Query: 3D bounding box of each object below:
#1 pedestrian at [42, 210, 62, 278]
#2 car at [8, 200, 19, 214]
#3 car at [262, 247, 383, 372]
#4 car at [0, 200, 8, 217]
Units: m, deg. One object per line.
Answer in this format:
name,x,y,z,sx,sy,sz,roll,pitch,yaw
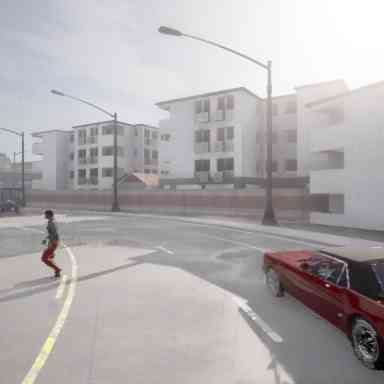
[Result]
pedestrian,-3.621,1.294,8.581,0.375,1.860,0.375,0,0,-18
car,-19.708,1.526,34.525,4.674,1.442,1.812,0,0,36
car,2.866,1.601,5.719,1.895,1.301,4.718,0,0,-10
car,-18.601,1.504,29.369,4.892,1.490,1.837,0,0,36
